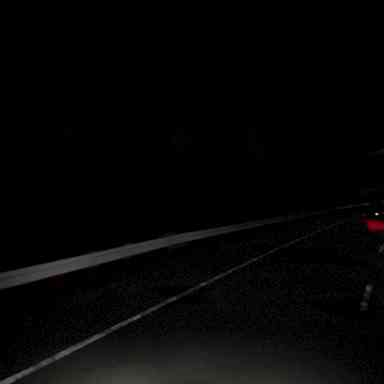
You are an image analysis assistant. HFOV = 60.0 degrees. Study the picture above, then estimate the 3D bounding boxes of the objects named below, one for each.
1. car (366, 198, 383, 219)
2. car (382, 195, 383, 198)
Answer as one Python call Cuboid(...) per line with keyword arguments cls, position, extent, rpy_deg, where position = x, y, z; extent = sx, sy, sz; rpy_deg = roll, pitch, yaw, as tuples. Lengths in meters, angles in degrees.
Cuboid(cls="car", position=(16.571, 1.555, 29.202), extent=(1.837, 1.490, 4.892), rpy_deg=(0, 0, 36))
Cuboid(cls="car", position=(22.769, 1.283, 37.639), extent=(2.150, 2.045, 5.566), rpy_deg=(0, 0, 36))
